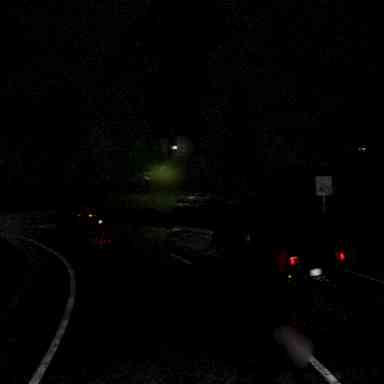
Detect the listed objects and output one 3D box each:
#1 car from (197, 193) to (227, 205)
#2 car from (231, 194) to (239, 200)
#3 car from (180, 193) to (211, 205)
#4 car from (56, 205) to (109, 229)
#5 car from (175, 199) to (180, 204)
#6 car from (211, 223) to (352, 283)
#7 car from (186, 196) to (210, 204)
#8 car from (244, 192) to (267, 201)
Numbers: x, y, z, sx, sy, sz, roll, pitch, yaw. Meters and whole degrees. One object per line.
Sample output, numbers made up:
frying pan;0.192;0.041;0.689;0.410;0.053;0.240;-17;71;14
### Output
car;3.740;1.397;55.614;4.674;1.442;1.812;-2;0;-37
car;10.872;1.148;74.392;4.718;1.301;1.895;-2;0;-38
car;1.310;1.162;58.152;5.566;2.045;2.150;-2;0;-37
car;-7.825;1.726;23.494;4.892;1.490;1.837;-1;0;42
car;-1.182;1.572;65.040;4.181;1.385;1.994;-2;0;-37
car;2.137;1.535;9.587;1.895;1.301;4.718;-2;0;-17
car;1.085;1.509;62.382;4.181;1.385;1.994;-2;0;-37
car;13.326;0.752;71.874;4.553;1.767;2.097;-2;0;-38
